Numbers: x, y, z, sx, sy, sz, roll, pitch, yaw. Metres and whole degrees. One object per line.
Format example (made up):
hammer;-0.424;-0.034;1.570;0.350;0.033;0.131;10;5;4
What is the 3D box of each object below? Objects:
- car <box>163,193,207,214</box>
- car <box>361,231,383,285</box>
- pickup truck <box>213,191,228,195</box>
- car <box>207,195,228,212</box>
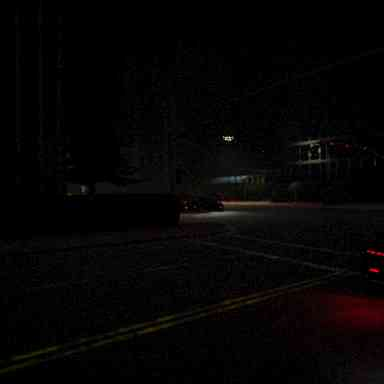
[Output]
car;-1.304;1.100;34.815;2.150;2.045;5.566;0;0;-36
car;6.000;1.445;8.039;4.892;1.490;1.837;0;0;-35
pickup truck;5.606;0.788;65.607;2.390;2.098;6.274;0;0;-6
car;1.577;1.361;36.809;1.837;1.490;4.892;0;0;-36
